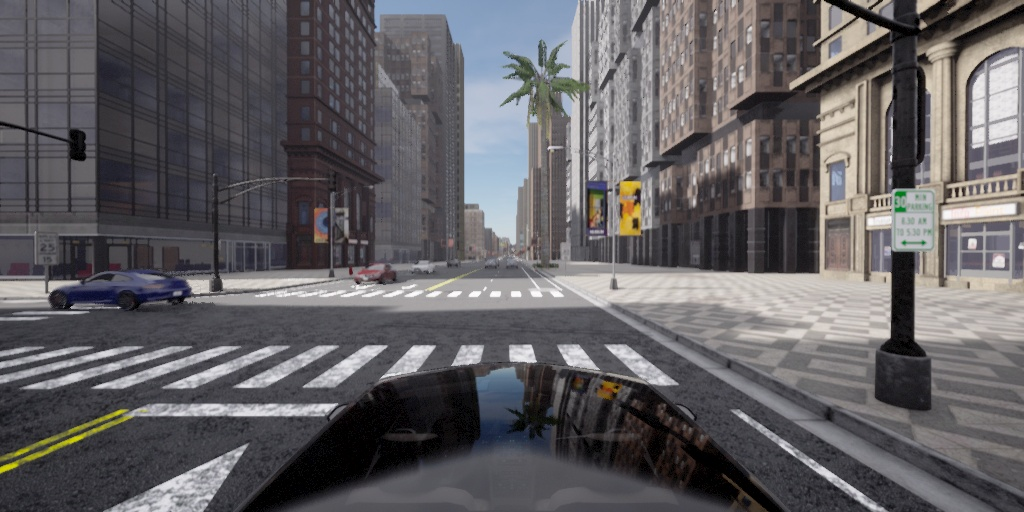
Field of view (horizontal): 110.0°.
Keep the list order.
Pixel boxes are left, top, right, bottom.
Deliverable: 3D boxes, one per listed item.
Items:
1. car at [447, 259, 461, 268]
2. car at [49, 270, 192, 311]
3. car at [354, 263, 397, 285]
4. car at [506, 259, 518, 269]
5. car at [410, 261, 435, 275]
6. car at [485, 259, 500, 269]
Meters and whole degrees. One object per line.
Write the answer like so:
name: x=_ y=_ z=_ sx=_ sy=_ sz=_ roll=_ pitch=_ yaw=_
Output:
car: x=-9.742 y=1.243 z=60.445 sx=1.837 sy=1.490 sz=4.892 roll=0 pitch=0 yaw=0
car: x=-15.034 y=1.268 z=13.908 sx=4.674 sy=1.442 sz=1.812 roll=0 pitch=0 yaw=6
car: x=-9.847 y=1.254 z=26.313 sx=1.812 sy=1.442 sz=4.674 roll=0 pitch=1 yaw=-1
car: x=0.011 y=1.272 z=55.776 sx=2.033 sy=1.411 sz=5.357 roll=0 pitch=0 yaw=0
car: x=-9.835 y=1.245 z=39.659 sx=1.812 sy=1.442 sz=4.674 roll=0 pitch=0 yaw=0
car: x=-3.239 y=1.272 z=55.777 sx=2.033 sy=1.411 sz=5.357 roll=0 pitch=0 yaw=0
